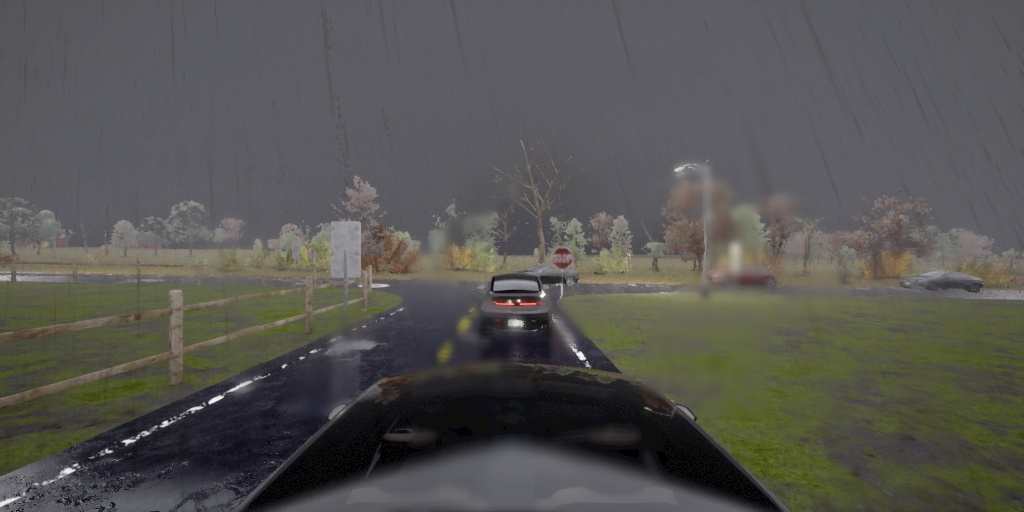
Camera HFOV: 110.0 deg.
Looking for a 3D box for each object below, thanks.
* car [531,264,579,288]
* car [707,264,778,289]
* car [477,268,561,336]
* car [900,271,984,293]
[{"bbox_3d":[2.161,1.269,23.435,4.902,1.511,2.128,2,0,-31],"label":"car"},{"bbox_3d":[16.454,1.396,25.949,4.553,1.767,2.097,1,1,0],"label":"car"},{"bbox_3d":[0.064,1.252,10.331,1.837,1.490,4.892,0,0,-1],"label":"car"},{"bbox_3d":[31.043,1.827,25.934,4.674,1.442,1.812,1,1,0],"label":"car"}]
